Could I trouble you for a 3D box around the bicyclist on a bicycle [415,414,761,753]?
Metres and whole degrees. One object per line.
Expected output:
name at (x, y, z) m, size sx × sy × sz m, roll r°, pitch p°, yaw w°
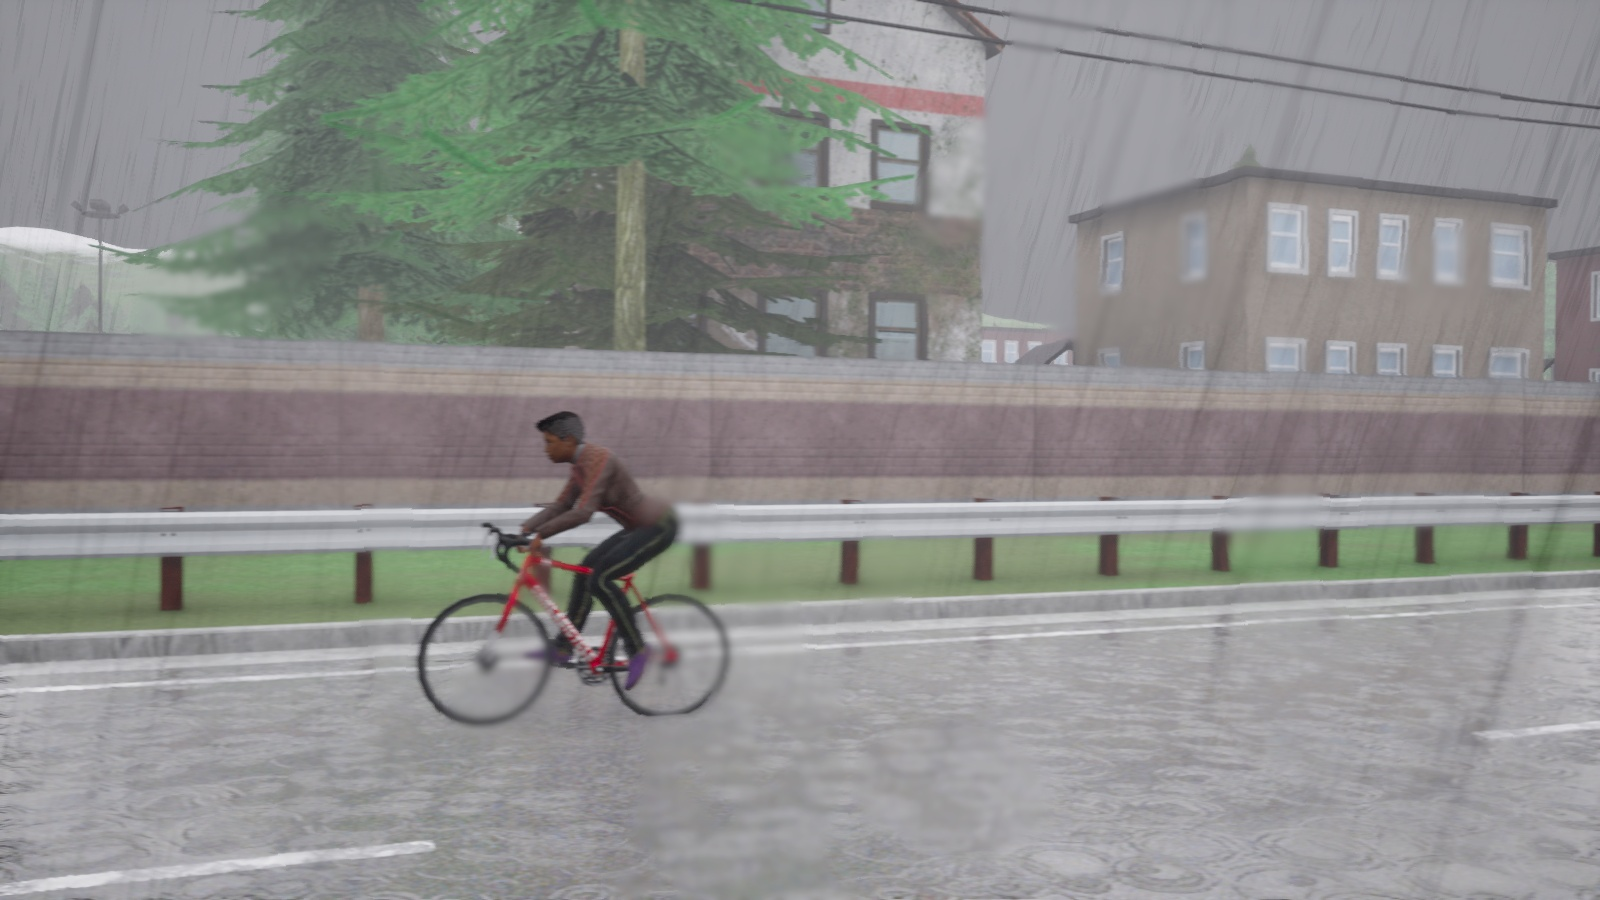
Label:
bicyclist on a bicycle at (-1.104, 0.654, 6.563) m, size 1.656 × 1.620 × 0.582 m, roll 2°, pitch 0°, yaw -21°
